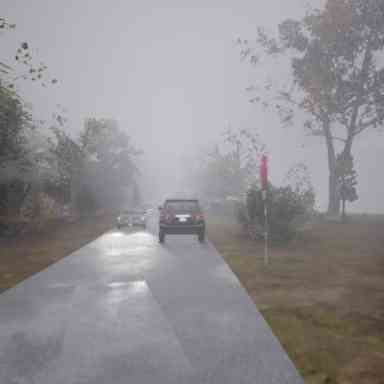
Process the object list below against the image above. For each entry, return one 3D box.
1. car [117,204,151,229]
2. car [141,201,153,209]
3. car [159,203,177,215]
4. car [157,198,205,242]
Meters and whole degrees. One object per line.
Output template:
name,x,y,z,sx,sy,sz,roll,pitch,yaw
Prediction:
car,-4.003,1.754,22.852,1.895,1.301,4.718,0,-1,-5
car,-8.780,2.505,64.948,1.837,1.490,4.892,0,-1,-6
car,-2.983,2.012,40.634,1.895,1.301,4.718,0,-1,-7
car,-0.596,1.318,17.204,2.150,2.045,5.566,0,-1,-4
